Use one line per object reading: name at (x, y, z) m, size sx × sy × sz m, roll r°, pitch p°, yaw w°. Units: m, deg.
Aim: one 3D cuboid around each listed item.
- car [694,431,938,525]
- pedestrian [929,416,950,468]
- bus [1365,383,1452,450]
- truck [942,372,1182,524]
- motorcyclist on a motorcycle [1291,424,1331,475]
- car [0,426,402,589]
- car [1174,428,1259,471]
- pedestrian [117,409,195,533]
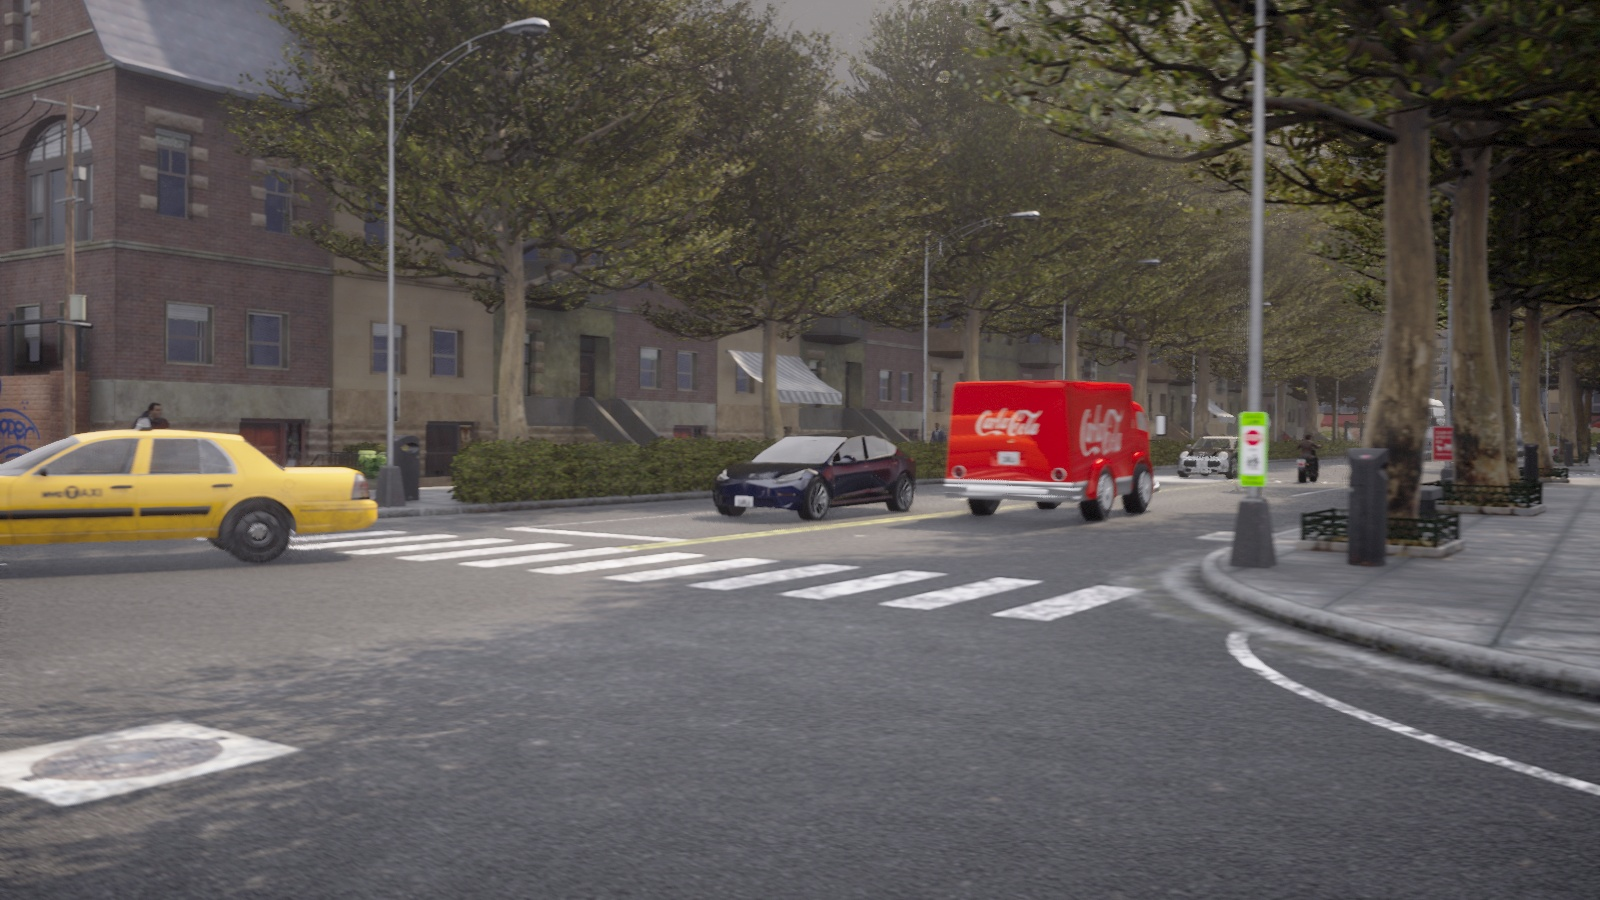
car at (0.432, 0.416, 22.760) m, size 2.163 × 1.488 × 4.792 m, roll 0°, pitch 1°, yaw 33°
pedestrian at (5.258, -0.306, 47.362) m, size 0.423 × 1.949 × 0.788 m, roll 0°, pitch 1°, yaw 35°
bus at (41.266, -2.179, 84.963) m, size 3.944 × 4.253 × 10.273 m, roll 0°, pitch 1°, yaw 33°
truck at (5.016, -0.108, 23.364) m, size 2.627 × 2.467 × 5.204 m, roll 0°, pitch 2°, yaw 33°
motorcyclist on a motorcycle at (16.917, -0.038, 41.510) m, size 0.766 × 1.649 × 2.350 m, roll 0°, pitch 1°, yaw 34°
car at (-7.306, 0.550, 13.672) m, size 5.366 × 1.575 × 1.801 m, roll -1°, pitch 1°, yaw -32°
car at (14.910, -0.050, 44.819) m, size 1.970 × 1.475 × 3.806 m, roll 0°, pitch 1°, yaw 33°
pedestrian at (-9.849, 0.306, 19.198) m, size 0.899 × 1.844 × 0.634 m, roll 0°, pitch 1°, yaw 28°
